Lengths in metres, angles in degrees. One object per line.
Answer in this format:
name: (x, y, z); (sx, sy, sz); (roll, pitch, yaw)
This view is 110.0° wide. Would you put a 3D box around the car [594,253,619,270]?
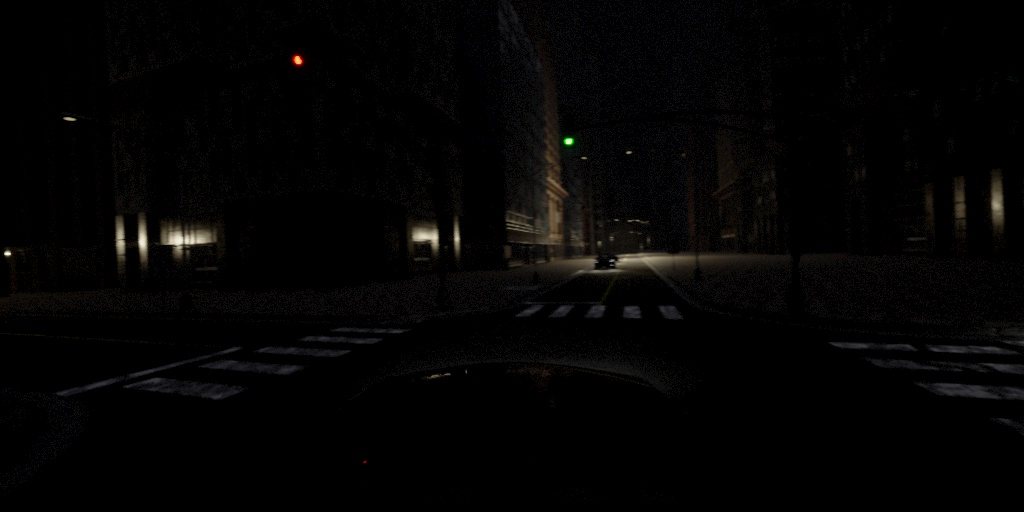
car: (10.038, 0.502, 38.604); (2.097, 1.767, 4.553); (-2, 0, 18)
